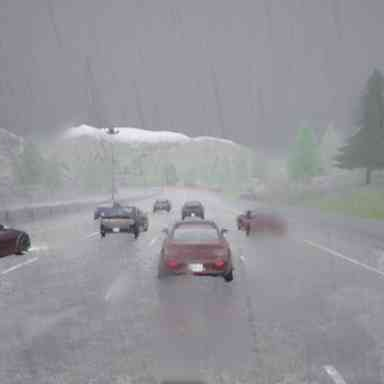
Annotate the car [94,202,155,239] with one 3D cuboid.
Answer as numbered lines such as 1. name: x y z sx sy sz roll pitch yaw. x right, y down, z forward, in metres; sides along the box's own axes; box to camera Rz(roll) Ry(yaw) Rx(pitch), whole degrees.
1. car: -3.414 1.495 17.406 2.128 1.511 4.902 0 0 0

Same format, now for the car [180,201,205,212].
1. car: 0.077 1.524 28.335 1.837 1.490 4.892 0 0 0

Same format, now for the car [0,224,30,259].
1. car: -6.908 1.558 10.497 1.994 1.385 4.181 0 0 0

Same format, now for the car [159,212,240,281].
1. car: 0.092 1.517 9.691 1.812 1.442 4.674 0 0 0

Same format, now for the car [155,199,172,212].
1. car: -3.433 1.529 39.152 2.128 1.511 4.902 0 0 0

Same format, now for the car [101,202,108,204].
1. car: -6.923 1.548 28.246 1.812 1.442 4.674 0 0 0

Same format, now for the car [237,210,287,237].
1. car: 3.586 1.602 18.097 1.895 1.301 4.718 0 0 0
